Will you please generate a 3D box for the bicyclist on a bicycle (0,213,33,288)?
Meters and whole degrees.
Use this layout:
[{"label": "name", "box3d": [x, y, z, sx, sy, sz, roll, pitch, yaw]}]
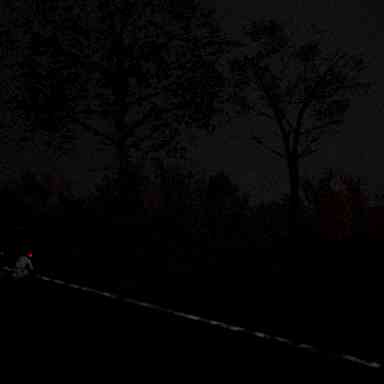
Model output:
[{"label": "bicyclist on a bicycle", "box3d": [-4.447, 1.406, 8.235, 1.843, 1.776, 0.659, 0, 0, 36]}]
